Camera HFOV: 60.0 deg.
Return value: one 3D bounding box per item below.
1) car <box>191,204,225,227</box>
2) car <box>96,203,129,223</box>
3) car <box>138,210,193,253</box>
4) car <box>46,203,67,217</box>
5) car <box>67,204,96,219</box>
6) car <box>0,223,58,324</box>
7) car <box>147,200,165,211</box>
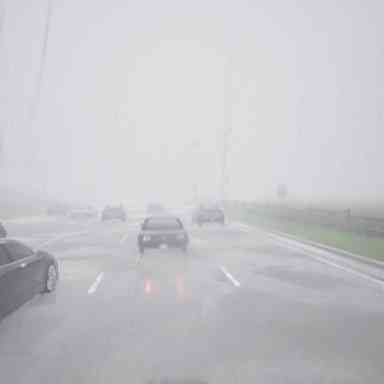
[{"bbox_3d":[1.085,1.597,24.028,2.128,1.511,4.902,-1,0,-7],"label":"car"},{"bbox_3d":[-6.467,1.715,28.243,2.128,1.511,4.902,-1,0,-7],"label":"car"},{"bbox_3d":[-1.269,1.688,14.153,1.895,1.301,4.718,-1,0,-7],"label":"car"},{"bbox_3d":[-14.545,1.917,36.890,2.033,1.411,5.357,-1,0,-7],"label":"car"},{"bbox_3d":[-10.540,1.899,32.865,1.895,1.301,4.718,-1,0,-7],"label":"car"},{"bbox_3d":[-4.026,1.587,6.131,1.837,1.490,4.892,-1,0,-4],"label":"car"},{"bbox_3d":[-4.244,1.726,39.127,1.882,1.535,5.008,-1,0,-7],"label":"car"}]
